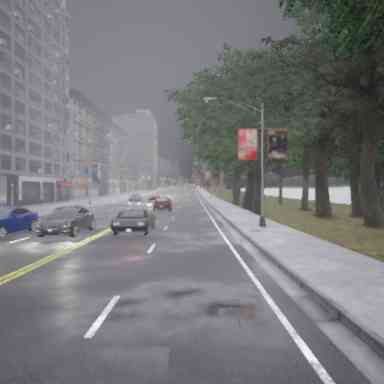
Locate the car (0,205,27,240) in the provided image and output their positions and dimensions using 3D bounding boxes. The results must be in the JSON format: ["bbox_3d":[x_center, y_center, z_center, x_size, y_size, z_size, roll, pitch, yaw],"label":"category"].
[{"bbox_3d":[-9.854,1.490,17.375,1.882,1.535,5.008,0,0,0],"label":"car"}]

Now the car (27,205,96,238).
[{"bbox_3d":[-6.603,1.515,17.868,1.837,1.490,4.892,0,0,0],"label":"car"}]

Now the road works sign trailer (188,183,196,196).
[{"bbox_3d":[-0.018,-0.702,92.762,2.380,3.560,2.880,0,2,0],"label":"road works sign trailer"}]

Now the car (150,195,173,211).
[{"bbox_3d":[-3.156,1.283,36.830,1.882,1.535,5.008,0,1,0],"label":"car"}]

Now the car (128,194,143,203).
[{"bbox_3d":[-9.812,1.045,57.908,1.837,1.490,4.892,0,1,1],"label":"car"}]

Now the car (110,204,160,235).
[{"bbox_3d":[-3.153,1.605,18.810,1.895,1.301,4.718,0,0,0],"label":"car"}]

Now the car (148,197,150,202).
[{"bbox_3d":[-6.557,1.136,58.327,1.895,1.301,4.718,0,1,1],"label":"car"}]
